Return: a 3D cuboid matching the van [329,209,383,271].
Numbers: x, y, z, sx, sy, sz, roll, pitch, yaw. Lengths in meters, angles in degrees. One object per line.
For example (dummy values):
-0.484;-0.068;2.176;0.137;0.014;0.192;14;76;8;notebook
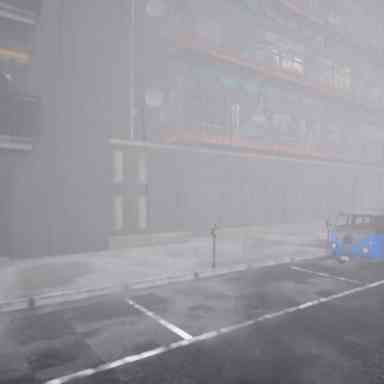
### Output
6.209;1.448;10.987;3.998;1.788;1.690;1;0;-36;van
